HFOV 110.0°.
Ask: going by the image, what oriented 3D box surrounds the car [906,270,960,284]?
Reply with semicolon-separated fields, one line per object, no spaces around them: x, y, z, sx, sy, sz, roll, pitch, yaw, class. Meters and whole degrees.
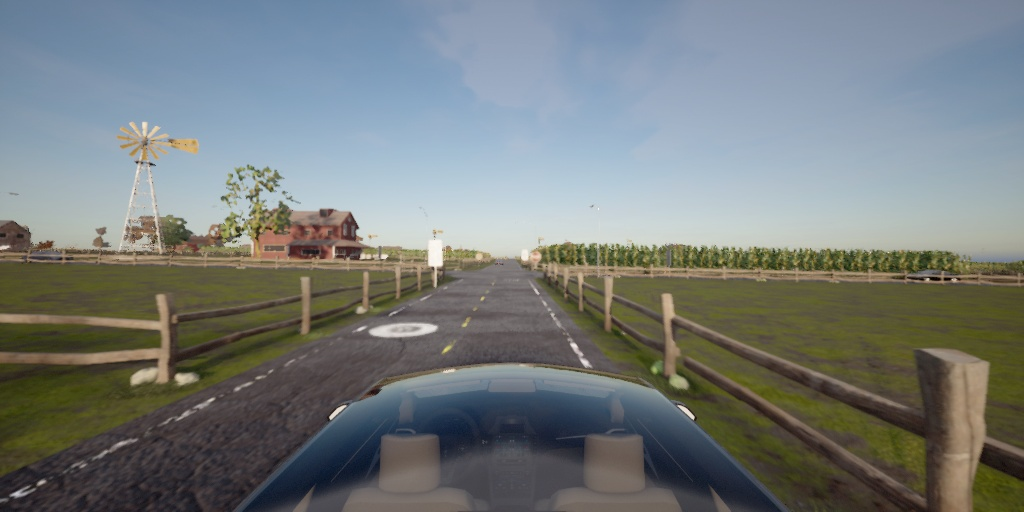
49.196;2.393;42.061;5.008;1.535;1.882;1;-1;0;car
